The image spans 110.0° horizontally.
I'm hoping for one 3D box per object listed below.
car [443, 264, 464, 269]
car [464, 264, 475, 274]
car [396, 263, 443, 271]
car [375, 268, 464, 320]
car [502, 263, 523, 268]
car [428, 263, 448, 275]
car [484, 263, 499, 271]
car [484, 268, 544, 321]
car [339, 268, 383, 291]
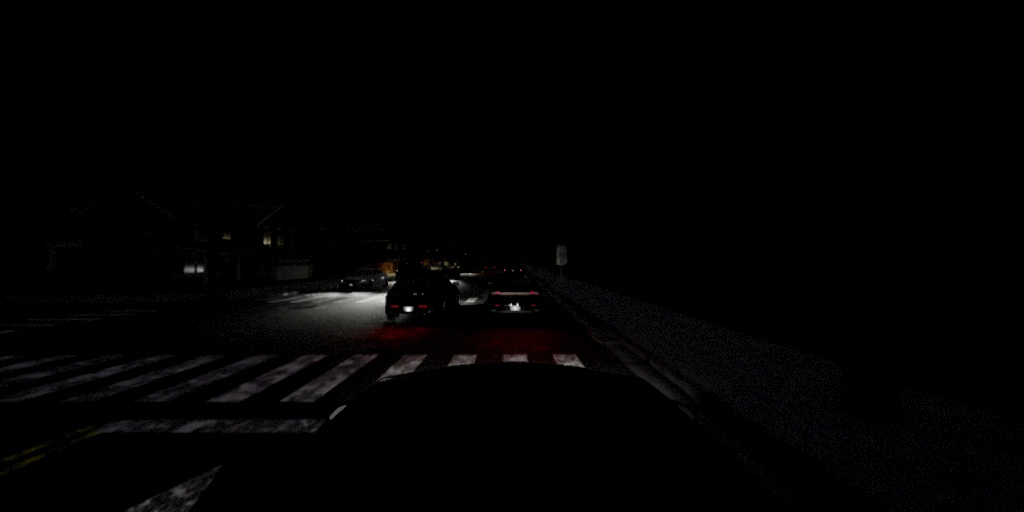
[{"bbox_3d":[-6.607,1.726,37.841,1.895,1.301,4.718,0,-1,0],"label":"car"},{"bbox_3d":[-6.557,1.828,53.077,2.033,1.411,5.357,0,-1,1],"label":"car"},{"bbox_3d":[-6.605,1.490,25.195,2.128,1.511,4.902,0,-1,0],"label":"car"},{"bbox_3d":[-3.156,1.381,13.346,1.837,1.490,4.892,0,-1,0],"label":"car"},{"bbox_3d":[0.089,1.468,36.870,2.097,1.767,4.553,0,-1,0],"label":"car"},{"bbox_3d":[-9.845,1.757,48.238,1.812,1.442,4.674,0,0,-1],"label":"car"},{"bbox_3d":[-3.270,1.829,55.391,1.812,1.442,4.674,0,-1,0],"label":"car"},{"bbox_3d":[0.095,1.365,13.120,2.128,1.511,4.902,0,-1,0],"label":"car"},{"bbox_3d":[-9.843,1.514,24.241,1.812,1.442,4.674,0,-1,0],"label":"car"}]
